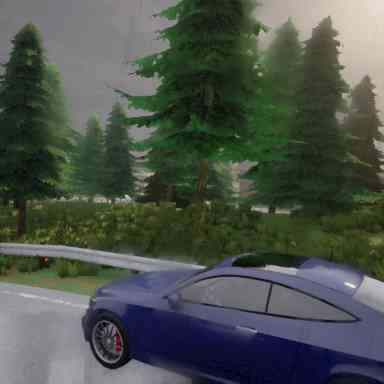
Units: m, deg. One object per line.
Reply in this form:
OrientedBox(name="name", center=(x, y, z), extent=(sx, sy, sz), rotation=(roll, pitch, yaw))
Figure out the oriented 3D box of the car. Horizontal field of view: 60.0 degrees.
OrientedBox(name="car", center=(0.734, 1.499, 4.111), extent=(4.674, 1.442, 1.812), rotation=(1, 1, 31))
